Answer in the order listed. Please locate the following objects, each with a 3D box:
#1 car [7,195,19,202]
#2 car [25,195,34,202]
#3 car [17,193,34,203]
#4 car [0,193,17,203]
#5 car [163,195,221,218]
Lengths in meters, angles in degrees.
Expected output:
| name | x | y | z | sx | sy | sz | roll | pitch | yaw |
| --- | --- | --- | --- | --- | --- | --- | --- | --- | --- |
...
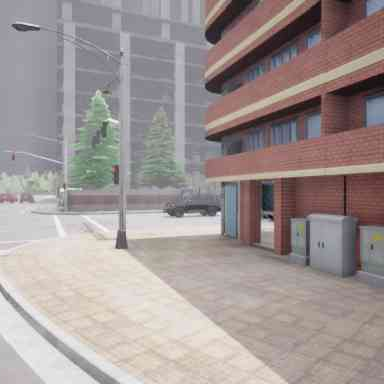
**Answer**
| name | x | y | z | sx | sy | sz | roll | pitch | yaw |
| --- | --- | --- | --- | --- | --- | --- | --- | --- | --- |
| car | -42.107 | 1.540 | 78.274 | 2.033 | 1.411 | 5.357 | 0 | 0 | -23 |
| car | -38.721 | 1.524 | 79.253 | 1.812 | 1.442 | 4.674 | 0 | 0 | -23 |
| car | -34.599 | 1.225 | 69.503 | 2.150 | 2.045 | 5.566 | 0 | 0 | -23 |
| car | -37.966 | 1.225 | 68.479 | 2.150 | 2.045 | 5.566 | 0 | 0 | -23 |
| car | 0.124 | 1.277 | 31.329 | 5.566 | 2.045 | 2.150 | 0 | 0 | -22 |
